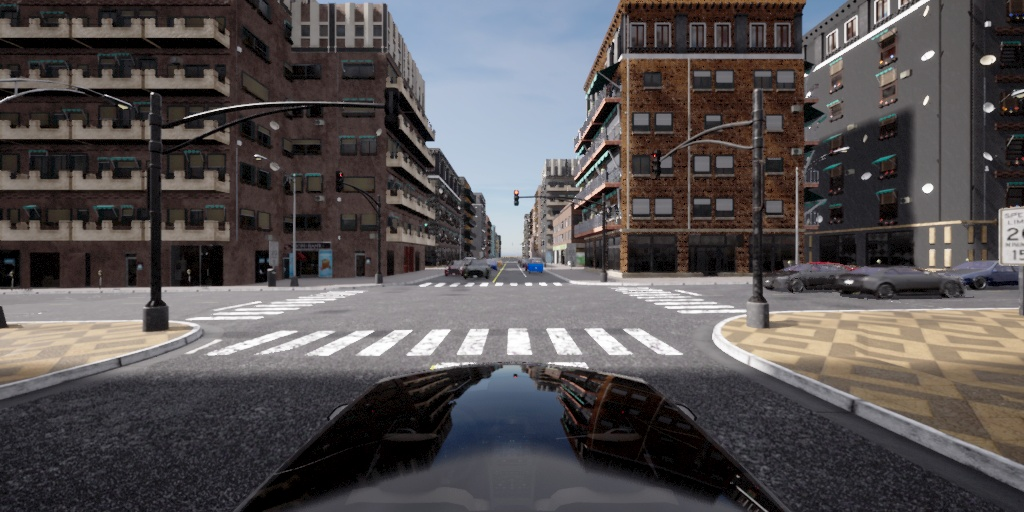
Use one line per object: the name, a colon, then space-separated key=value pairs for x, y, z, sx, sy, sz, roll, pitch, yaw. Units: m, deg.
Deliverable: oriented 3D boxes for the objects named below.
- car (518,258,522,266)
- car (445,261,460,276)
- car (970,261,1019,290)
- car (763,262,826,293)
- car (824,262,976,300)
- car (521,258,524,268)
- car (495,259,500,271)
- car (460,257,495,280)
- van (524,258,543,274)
car: x=2.471 y=1.291 z=58.184 sx=1.948 sy=1.339 sz=4.313 roll=0 pitch=0 yaw=0
car: x=-5.503 y=1.176 z=35.845 sx=1.967 sy=1.591 sz=4.097 roll=0 pitch=0 yaw=0
car: x=24.400 y=0.940 z=18.312 sx=5.357 sy=1.411 sz=2.033 roll=-1 pitch=0 yaw=0
car: x=15.032 y=1.085 z=18.290 sx=4.181 sy=1.385 sz=1.994 roll=-1 pitch=0 yaw=0
car: x=16.518 y=1.070 z=15.445 sx=4.181 sy=1.385 sz=1.994 roll=-1 pitch=0 yaw=0
car: x=2.582 y=1.276 z=47.023 sx=1.888 sy=1.381 sz=4.507 roll=0 pitch=0 yaw=0
car: x=-2.925 y=1.208 z=47.513 sx=1.882 sy=1.535 sz=5.008 roll=0 pitch=0 yaw=0
car: x=-2.946 y=1.092 z=31.321 sx=2.097 sy=1.767 sz=4.553 roll=0 pitch=0 yaw=1
van: x=2.628 y=1.074 z=40.819 sx=1.690 sy=1.789 sz=3.998 roll=0 pitch=0 yaw=0
